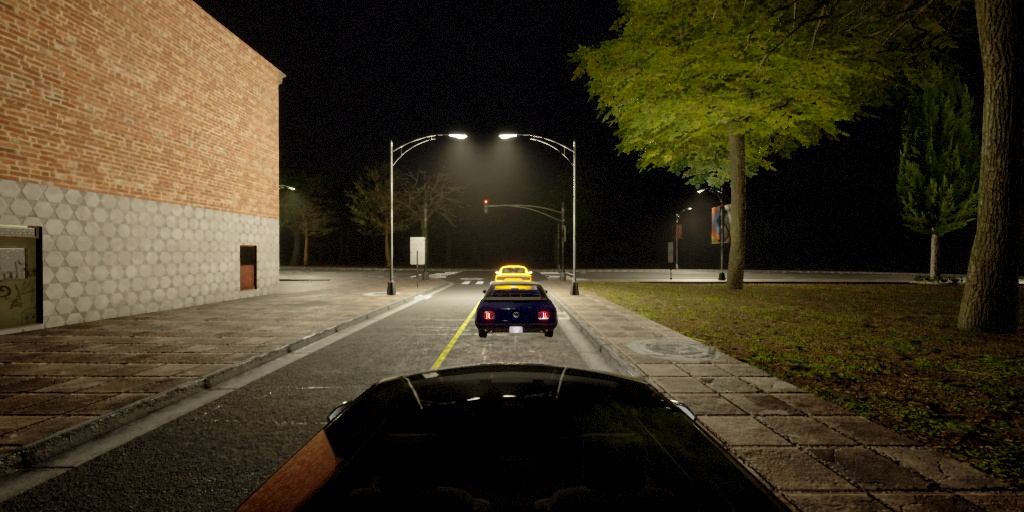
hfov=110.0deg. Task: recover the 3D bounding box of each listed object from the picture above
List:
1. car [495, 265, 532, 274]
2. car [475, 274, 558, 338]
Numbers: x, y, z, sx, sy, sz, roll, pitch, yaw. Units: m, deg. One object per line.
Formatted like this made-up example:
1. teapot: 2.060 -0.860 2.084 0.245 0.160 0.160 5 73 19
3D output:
1. car: 0.093 1.255 19.547 1.882 1.535 5.008 0 0 1
2. car: 0.095 1.356 10.202 1.895 1.301 4.718 0 0 0
